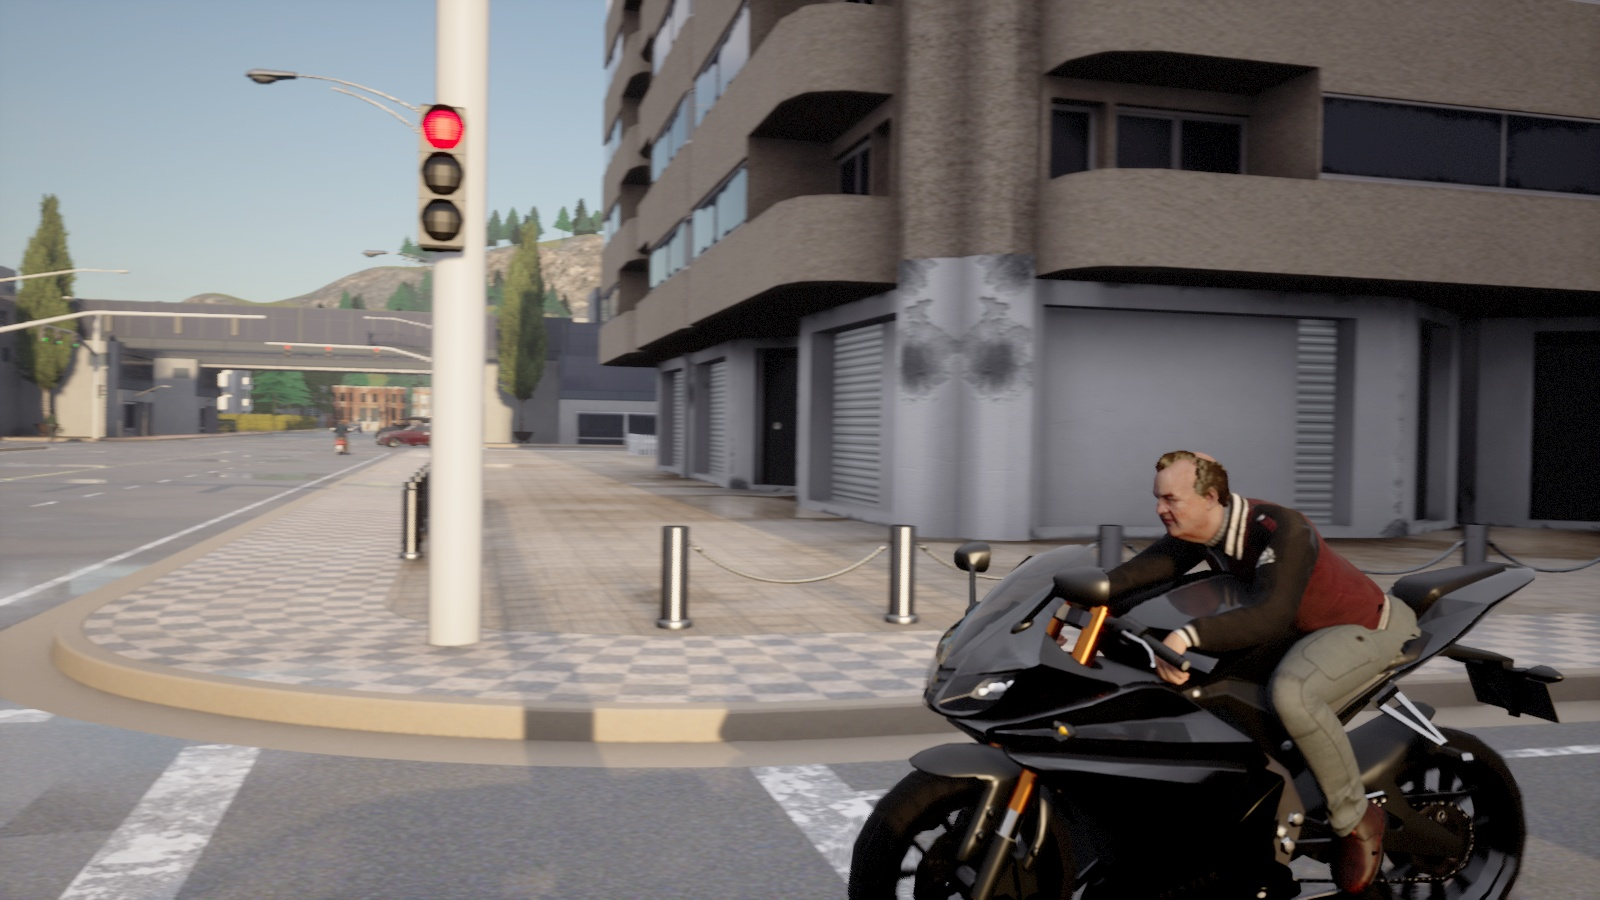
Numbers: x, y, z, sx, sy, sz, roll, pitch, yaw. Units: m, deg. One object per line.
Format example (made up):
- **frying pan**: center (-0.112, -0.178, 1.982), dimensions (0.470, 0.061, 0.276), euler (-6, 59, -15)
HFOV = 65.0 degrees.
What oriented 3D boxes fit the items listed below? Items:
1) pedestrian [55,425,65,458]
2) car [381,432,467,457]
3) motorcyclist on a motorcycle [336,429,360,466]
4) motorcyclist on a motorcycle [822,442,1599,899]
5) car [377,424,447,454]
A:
- **pedestrian**: center (-41.378, -0.476, 70.225), dimensions (0.353, 1.847, 0.614), euler (-1, 1, -21)
- **car**: center (-22.312, -0.365, 74.524), dimensions (4.674, 1.442, 1.812), euler (-1, 1, -27)
- **motorcyclist on a motorcycle**: center (-20.237, -0.125, 56.253), dimensions (0.866, 1.590, 1.817), euler (0, 1, -15)
- **motorcyclist on a motorcycle**: center (1.239, 0.752, 3.694), dimensions (2.191, 1.530, 0.866), euler (0, 1, -15)
- **car**: center (-24.737, -0.685, 80.098), dimensions (3.866, 1.878, 1.905), euler (0, 1, 17)
